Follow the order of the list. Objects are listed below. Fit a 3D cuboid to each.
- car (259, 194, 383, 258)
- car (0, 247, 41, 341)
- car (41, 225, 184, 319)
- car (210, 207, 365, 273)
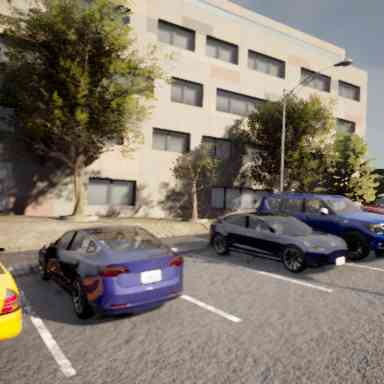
[{"bbox_3d":[4.810,1.105,12.360,2.435,2.045,5.566,-1,0,-35],"label":"car"},{"bbox_3d":[-4.410,1.479,6.050,1.946,1.575,5.366,-1,0,-35],"label":"car"},{"bbox_3d":[-2.044,1.480,7.544,2.163,1.488,4.792,-1,0,-35],"label":"car"},{"bbox_3d":[2.539,1.417,10.740,2.163,1.488,4.792,-1,0,-35],"label":"car"}]
